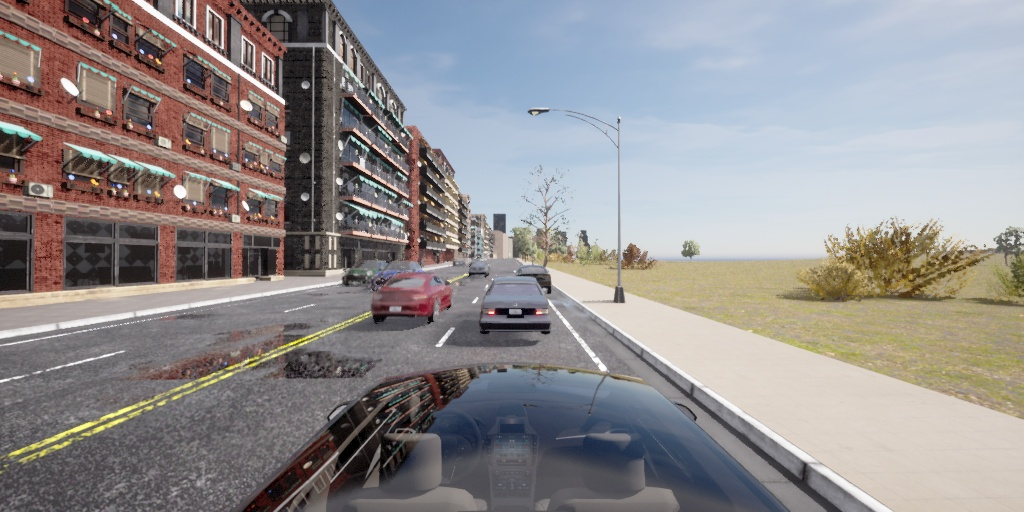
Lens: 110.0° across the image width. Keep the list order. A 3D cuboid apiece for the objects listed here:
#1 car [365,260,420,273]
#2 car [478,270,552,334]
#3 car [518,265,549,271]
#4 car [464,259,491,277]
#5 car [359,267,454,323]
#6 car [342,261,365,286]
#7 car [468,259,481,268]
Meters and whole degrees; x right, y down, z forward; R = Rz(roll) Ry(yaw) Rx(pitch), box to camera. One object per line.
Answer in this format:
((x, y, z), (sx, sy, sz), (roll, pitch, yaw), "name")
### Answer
((-6.619, 1.102, 21.231), (2.097, 1.767, 4.553), (0, 0, 0), "car")
((0.094, 1.298, 10.564), (2.033, 1.411, 5.357), (0, 0, 0), "car")
((1.119, 1.228, 20.327), (1.882, 1.535, 5.008), (0, 0, 0), "car")
((-3.181, 1.296, 35.454), (2.033, 1.411, 5.357), (0, 0, 0), "car")
((-3.162, 1.276, 12.004), (1.812, 1.442, 4.674), (0, 0, 0), "car")
((-9.873, 1.102, 24.829), (2.097, 1.767, 4.553), (0, 0, 0), "car")
((-6.616, 1.247, 63.995), (1.837, 1.490, 4.892), (0, 0, 0), "car")
